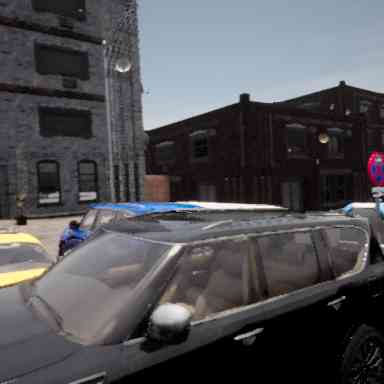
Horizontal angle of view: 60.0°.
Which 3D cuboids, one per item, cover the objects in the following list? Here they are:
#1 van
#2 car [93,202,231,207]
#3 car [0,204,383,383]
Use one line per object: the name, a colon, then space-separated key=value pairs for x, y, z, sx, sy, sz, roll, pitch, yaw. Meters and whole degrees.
van: x=0.733 y=1.305 z=9.671 sx=1.878 sy=1.987 sz=4.442 roll=1 pitch=0 yaw=-36
car: x=-1.488 y=1.256 z=7.978 sx=2.435 sy=2.045 sz=5.566 roll=1 pitch=0 yaw=-36
car: x=-0.092 y=1.236 z=3.327 sx=5.566 sy=2.045 sz=2.150 roll=1 pitch=0 yaw=-35
